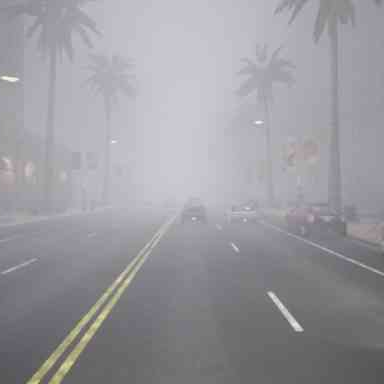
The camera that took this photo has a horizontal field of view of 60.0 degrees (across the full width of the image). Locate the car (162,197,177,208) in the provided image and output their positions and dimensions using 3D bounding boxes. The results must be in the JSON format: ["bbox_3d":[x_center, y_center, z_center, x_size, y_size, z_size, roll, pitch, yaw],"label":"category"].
[{"bbox_3d":[-3.229,1.554,49.077,1.837,1.490,4.892,0,0,1],"label":"car"}]

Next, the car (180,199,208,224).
[{"bbox_3d":[0.146,1.530,24.728,1.837,1.490,4.892,0,0,1],"label":"car"}]

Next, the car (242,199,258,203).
[{"bbox_3d":[6.912,1.553,40.246,2.161,1.482,4.786,0,0,0],"label":"car"}]

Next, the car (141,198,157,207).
[{"bbox_3d":[-6.664,1.599,52.218,2.033,1.411,5.357,0,0,1],"label":"car"}]

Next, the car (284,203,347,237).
[{"bbox_3d":[6.601,1.373,18.317,2.185,1.767,4.553,0,0,0],"label":"car"}]

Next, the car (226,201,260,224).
[{"bbox_3d":[3.642,1.625,24.928,1.895,1.301,4.718,0,0,1],"label":"car"}]

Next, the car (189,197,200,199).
[{"bbox_3d":[0.328,1.393,40.972,2.097,1.767,4.553,0,0,1],"label":"car"}]

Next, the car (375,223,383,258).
[{"bbox_3d":[3.600,1.355,2.416,2.097,1.767,4.553,0,0,0],"label":"car"}]
